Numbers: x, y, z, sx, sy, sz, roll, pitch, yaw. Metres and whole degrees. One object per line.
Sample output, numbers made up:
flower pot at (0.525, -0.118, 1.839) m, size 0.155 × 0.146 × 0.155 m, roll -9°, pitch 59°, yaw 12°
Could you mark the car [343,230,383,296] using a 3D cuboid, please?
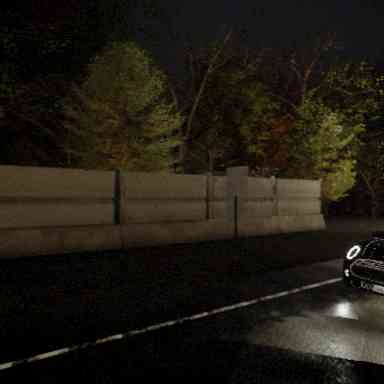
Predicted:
car at (5.658, 1.398, 8.011) m, size 4.553 × 1.767 × 2.097 m, roll 0°, pitch 1°, yaw -35°
